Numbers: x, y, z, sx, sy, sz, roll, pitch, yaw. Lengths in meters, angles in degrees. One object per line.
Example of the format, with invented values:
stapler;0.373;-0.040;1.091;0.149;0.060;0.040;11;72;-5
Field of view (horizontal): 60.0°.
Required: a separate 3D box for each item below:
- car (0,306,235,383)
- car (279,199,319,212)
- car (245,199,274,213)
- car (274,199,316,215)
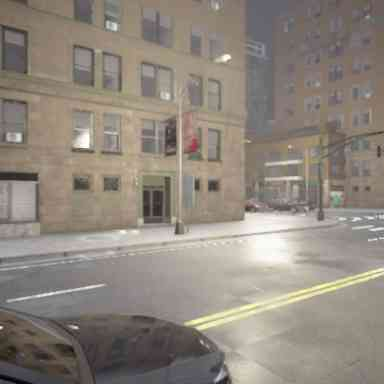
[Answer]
car;-1.771;1.526;2.172;4.674;1.442;1.812;0;0;-35
car;12.731;1.570;39.806;1.947;1.339;4.313;0;0;-35
car;6.173;1.415;35.182;1.967;1.590;4.097;0;0;-35
car;9.815;1.477;34.418;2.128;1.511;4.902;0;0;-35
